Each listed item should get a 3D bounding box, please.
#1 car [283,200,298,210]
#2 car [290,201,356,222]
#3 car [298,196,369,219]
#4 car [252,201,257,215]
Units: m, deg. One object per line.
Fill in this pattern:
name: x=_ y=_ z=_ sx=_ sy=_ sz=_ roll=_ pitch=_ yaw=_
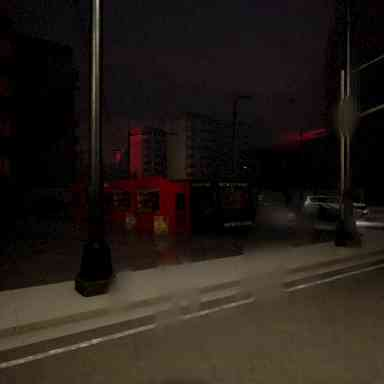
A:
car: x=14.987 y=1.799 z=45.165 sx=2.033 sy=1.411 sz=5.357 roll=0 pitch=-1 yaw=-36
car: x=10.585 y=1.667 z=27.047 sx=1.994 sy=1.385 sz=4.181 roll=0 pitch=-1 yaw=-36
car: x=12.805 y=1.338 z=29.956 sx=2.150 sy=2.045 sz=5.566 roll=0 pitch=-1 yaw=-36
car: x=5.403 y=1.685 z=34.206 sx=1.882 sy=1.535 sz=5.008 roll=0 pitch=-1 yaw=-36
